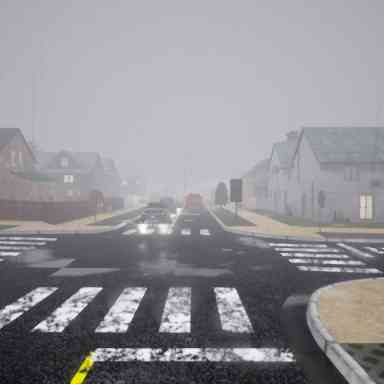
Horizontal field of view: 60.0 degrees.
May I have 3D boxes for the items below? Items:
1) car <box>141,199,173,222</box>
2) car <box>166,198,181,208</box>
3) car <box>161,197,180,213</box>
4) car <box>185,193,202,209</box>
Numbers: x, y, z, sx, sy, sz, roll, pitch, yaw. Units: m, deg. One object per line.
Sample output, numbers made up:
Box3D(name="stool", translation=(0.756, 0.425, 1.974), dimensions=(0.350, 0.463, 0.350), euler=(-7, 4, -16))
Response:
Box3D(name="car", translation=(-2.771, 1.514, 26.013), dimensions=(1.812, 1.442, 4.674), euler=(0, 0, 0))
Box3D(name="car", translation=(-2.692, 1.569, 48.294), dimensions=(1.895, 1.301, 4.718), euler=(0, 0, 0))
Box3D(name="car", translation=(-2.738, 1.333, 36.121), dimensions=(2.097, 1.767, 4.553), euler=(0, 0, 0))
Box3D(name="car", translation=(0.236, 1.193, 45.555), dimensions=(2.150, 2.045, 5.566), euler=(0, 0, 0))
